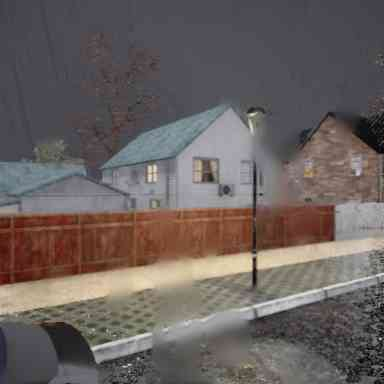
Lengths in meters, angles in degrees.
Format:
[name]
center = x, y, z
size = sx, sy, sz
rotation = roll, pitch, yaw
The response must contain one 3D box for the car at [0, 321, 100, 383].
[car]
center = -2.768, 1.482, 1.248
size = 4.902, 1.511, 2.128
rotation = 0, 0, -31
